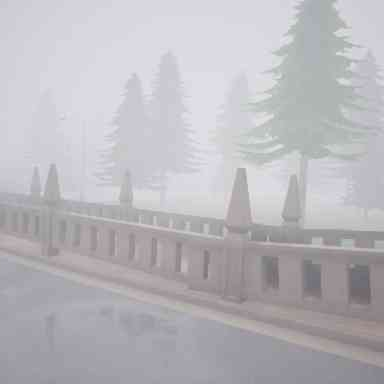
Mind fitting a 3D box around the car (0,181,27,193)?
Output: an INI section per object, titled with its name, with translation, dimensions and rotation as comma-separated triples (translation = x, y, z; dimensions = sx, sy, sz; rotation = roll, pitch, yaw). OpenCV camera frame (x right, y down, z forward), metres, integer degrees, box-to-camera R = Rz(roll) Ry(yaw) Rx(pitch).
[car]
translation = -21.256, -0.474, 37.414
dimensions = 1.882, 1.535, 5.008
rotation = 4, 3, 37
